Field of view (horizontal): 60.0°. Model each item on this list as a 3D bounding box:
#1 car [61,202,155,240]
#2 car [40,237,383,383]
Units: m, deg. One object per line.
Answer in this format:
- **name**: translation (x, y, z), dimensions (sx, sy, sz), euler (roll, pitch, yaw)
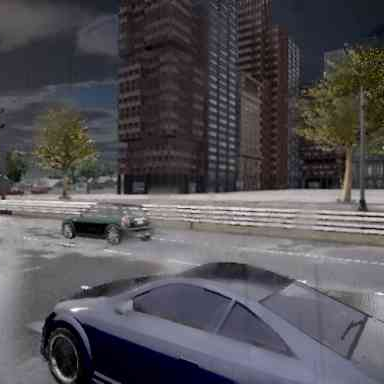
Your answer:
- **car**: translation (-3.910, 1.291, 15.198), dimensions (4.553, 1.767, 2.097), euler (0, 0, 35)
- **car**: translation (0.142, 1.548, 3.844), dimensions (4.181, 1.385, 1.994), euler (1, 0, 35)
